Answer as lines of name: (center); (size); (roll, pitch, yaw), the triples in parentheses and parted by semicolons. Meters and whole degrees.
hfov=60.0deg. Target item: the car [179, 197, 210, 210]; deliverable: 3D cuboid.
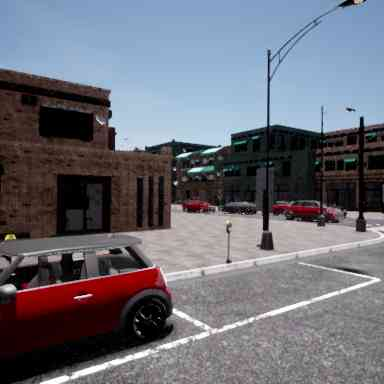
car: (0.307, 1.770, 50.911); (2.192, 1.841, 5.009); (0, -1, -35)

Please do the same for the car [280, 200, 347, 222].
car: (9.899, 1.479, 27.007); (2.097, 1.767, 4.553); (1, -1, -35)

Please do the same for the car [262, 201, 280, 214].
car: (9.803, 1.736, 37.239); (1.967, 1.590, 4.097); (0, -1, -35)

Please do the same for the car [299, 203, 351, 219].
car: (12.967, 1.809, 32.681); (1.947, 1.339, 4.313); (0, -1, -35)

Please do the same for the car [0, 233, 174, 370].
car: (-2.383, 1.440, 4.844); (4.097, 1.590, 1.967); (0, 1, -35)

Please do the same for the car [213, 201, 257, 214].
car: (5.214, 1.844, 39.326); (2.033, 1.411, 5.357); (1, -1, -35)

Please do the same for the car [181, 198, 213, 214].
car: (0.859, 1.753, 39.978); (1.882, 1.535, 5.008); (1, -1, -35)

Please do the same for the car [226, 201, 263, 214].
car: (6.540, 1.876, 41.934); (1.752, 1.417, 4.829); (0, -1, -35)
